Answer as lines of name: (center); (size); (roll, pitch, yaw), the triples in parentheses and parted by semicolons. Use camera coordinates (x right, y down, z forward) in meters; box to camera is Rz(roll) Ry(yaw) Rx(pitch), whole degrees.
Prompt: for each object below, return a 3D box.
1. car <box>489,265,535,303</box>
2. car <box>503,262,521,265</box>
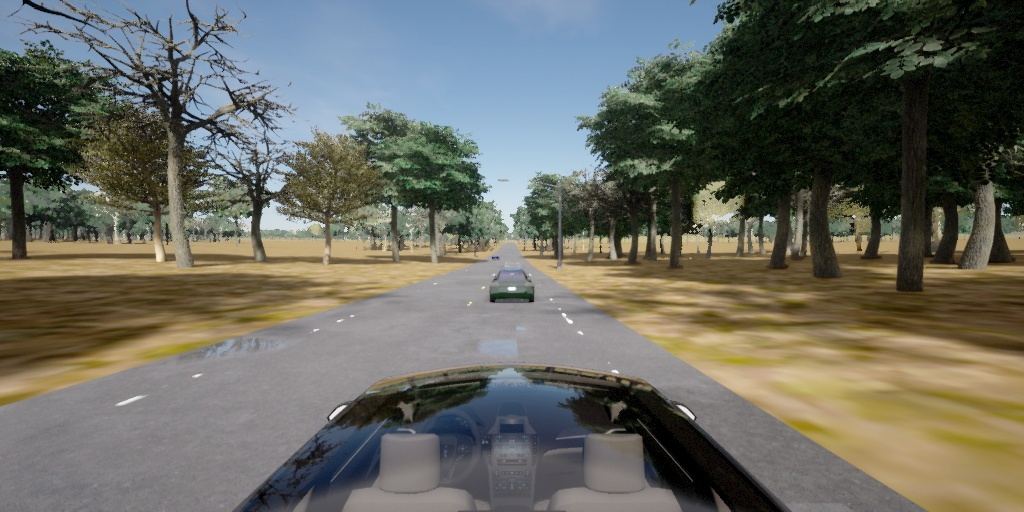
car: (0.000, 1.277, 16.504); (1.994, 1.385, 4.181); (0, 0, 0)
car: (0.000, 1.190, 31.534); (1.895, 1.301, 4.718); (0, 1, 0)
